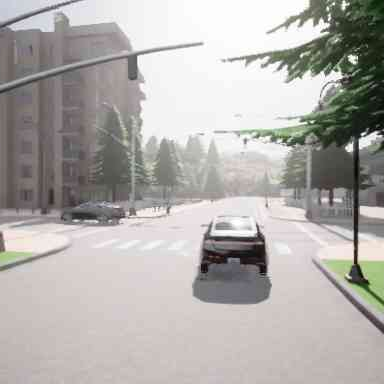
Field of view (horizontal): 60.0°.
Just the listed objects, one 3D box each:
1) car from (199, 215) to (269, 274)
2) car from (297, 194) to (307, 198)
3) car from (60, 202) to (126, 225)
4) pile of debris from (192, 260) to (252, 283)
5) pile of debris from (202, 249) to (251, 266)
[{"bbox_3d":[1.302,1.483,10.583,2.128,1.511,4.902,1,0,6],"label":"car"},{"bbox_3d":[28.724,1.444,86.978,1.845,1.501,3.633,0,0,11],"label":"car"},{"bbox_3d":[-7.216,1.484,24.184,4.902,1.511,2.128,0,0,17],"label":"car"},{"bbox_3d":[0.890,2.174,9.220,1.500,0.140,1.860,0,0,9],"label":"pile of debris"},{"bbox_3d":[1.211,2.174,11.194,1.500,0.140,1.860,0,0,9],"label":"pile of debris"}]
